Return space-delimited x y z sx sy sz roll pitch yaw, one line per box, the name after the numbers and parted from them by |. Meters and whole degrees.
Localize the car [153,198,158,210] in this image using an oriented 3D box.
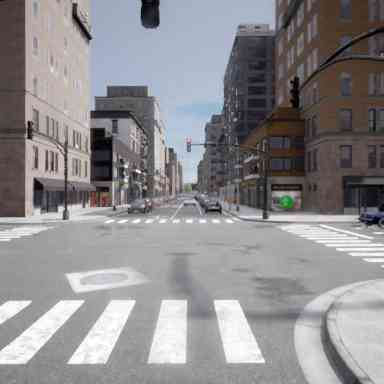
-5.777 1.490 41.686 1.967 1.590 4.097 0 0 0 | car

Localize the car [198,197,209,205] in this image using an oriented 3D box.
2.224 1.647 63.738 2.008 1.369 4.403 0 0 0 | car

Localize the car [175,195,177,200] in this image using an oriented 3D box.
-5.831 1.721 91.283 1.887 1.381 4.507 0 0 0 | car

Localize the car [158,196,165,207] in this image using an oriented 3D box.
-5.789 1.653 52.707 1.802 1.307 4.206 0 0 0 | car

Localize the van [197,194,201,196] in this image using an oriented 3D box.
2.230 1.424 58.227 1.690 1.788 3.998 0 0 0 | van

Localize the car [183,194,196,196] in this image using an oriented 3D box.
-0.422 1.664 73.454 2.033 1.411 5.357 0 0 0 | car

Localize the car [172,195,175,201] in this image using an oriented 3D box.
-5.819 1.694 80.261 2.008 1.369 4.403 0 0 0 | car

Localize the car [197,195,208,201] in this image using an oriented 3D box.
2.235 1.637 52.717 1.947 1.339 4.313 0 0 0 | car

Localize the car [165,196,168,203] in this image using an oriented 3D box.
-5.795 1.634 58.218 2.008 1.369 4.403 0 0 0 | car

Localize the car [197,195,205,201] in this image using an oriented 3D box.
2.200 1.600 85.781 1.967 1.590 4.097 0 0 0 | car

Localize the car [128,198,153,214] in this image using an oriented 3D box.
-5.771 1.480 36.176 1.967 1.590 4.097 0 0 0 | car

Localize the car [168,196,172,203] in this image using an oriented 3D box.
-5.807 1.552 69.240 1.967 1.590 4.097 0 0 0 | car

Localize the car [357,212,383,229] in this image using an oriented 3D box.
12.991 1.553 20.726 4.718 1.301 1.895 0 0 0 | car

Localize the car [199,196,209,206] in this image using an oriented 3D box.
2.242 1.641 47.206 1.802 1.307 4.206 0 0 0 | car

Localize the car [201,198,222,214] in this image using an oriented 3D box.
2.254 1.606 36.183 1.947 1.339 4.313 0 0 0 | car

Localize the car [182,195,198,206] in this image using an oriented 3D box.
-0.307 1.678 55.593 1.895 1.301 4.718 0 0 0 | car
